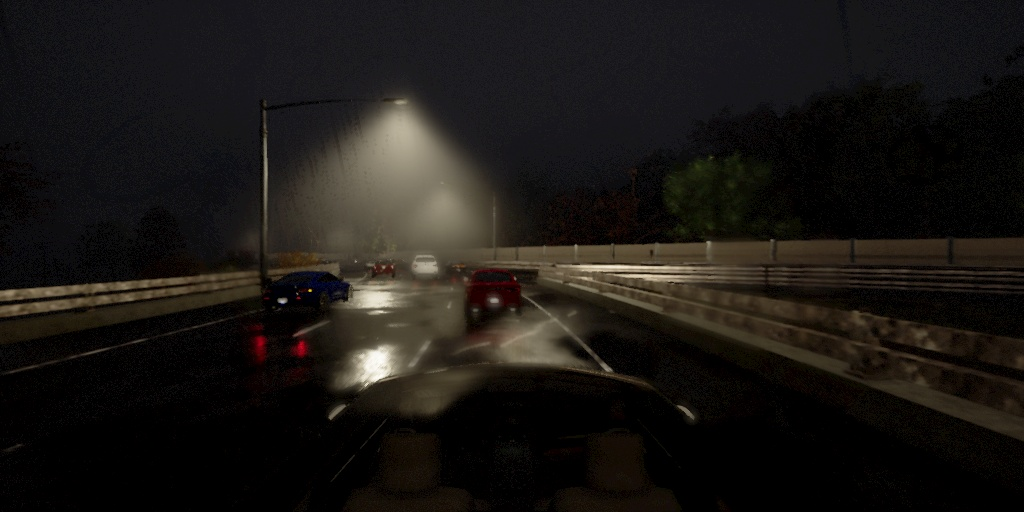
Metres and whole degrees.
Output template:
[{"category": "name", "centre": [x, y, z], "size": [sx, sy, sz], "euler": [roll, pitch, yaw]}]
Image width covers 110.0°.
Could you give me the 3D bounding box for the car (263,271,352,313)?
[{"category": "car", "centre": [-7.910, 1.312, 14.244], "size": [1.812, 1.442, 4.674], "euler": [0, 0, -6]}]

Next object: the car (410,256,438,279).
[{"category": "car", "centre": [-8.116, 0.989, 32.999], "size": [2.150, 2.045, 5.566], "euler": [0, 0, -17]}]

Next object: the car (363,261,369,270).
[{"category": "car", "centre": [-22.008, 1.430, 55.891], "size": [1.895, 1.301, 4.718], "euler": [0, 0, -31]}]

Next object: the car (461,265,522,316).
[{"category": "car", "centre": [-0.793, 1.220, 13.444], "size": [1.882, 1.535, 5.008], "euler": [0, 0, -6]}]

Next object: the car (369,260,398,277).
[{"category": "car", "centre": [-12.905, 1.146, 36.178], "size": [2.097, 1.767, 4.553], "euler": [-1, 0, -19]}]

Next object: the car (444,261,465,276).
[{"category": "car", "centre": [-5.980, 1.240, 37.570], "size": [2.128, 1.511, 4.902], "euler": [0, 0, -18]}]

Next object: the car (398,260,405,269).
[{"category": "car", "centre": [-18.078, 1.309, 55.940], "size": [1.837, 1.490, 4.892], "euler": [0, 0, -29]}]
